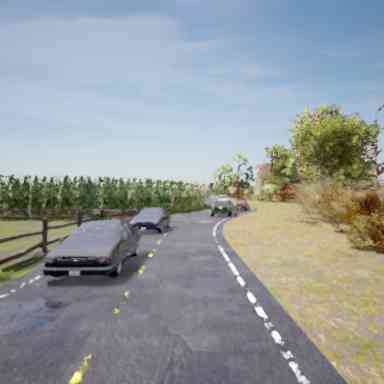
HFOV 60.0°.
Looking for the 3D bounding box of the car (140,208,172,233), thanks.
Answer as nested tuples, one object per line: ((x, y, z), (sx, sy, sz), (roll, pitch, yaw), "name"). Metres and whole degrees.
((-2.514, 1.729, 21.549), (2.033, 1.411, 5.357), (0, 0, 5), "car")

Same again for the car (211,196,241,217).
((3.506, 1.622, 35.240), (2.097, 1.767, 4.553), (0, -1, 18), "car")

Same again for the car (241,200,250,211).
((6.927, 1.872, 46.521), (1.812, 1.442, 4.674), (0, 0, 15), "car")

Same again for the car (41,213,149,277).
((-2.891, 1.650, 10.894), (2.033, 1.411, 5.357), (0, 0, 0), "car")
